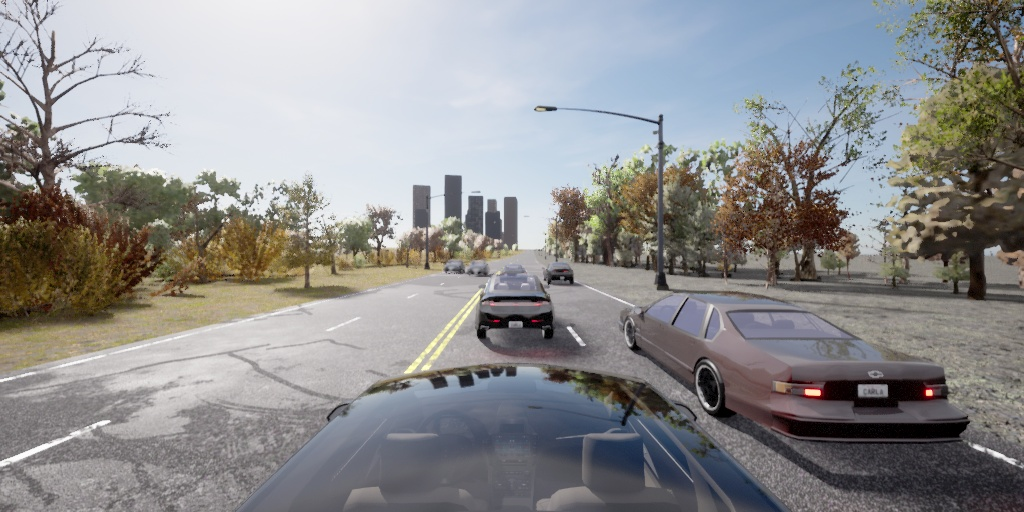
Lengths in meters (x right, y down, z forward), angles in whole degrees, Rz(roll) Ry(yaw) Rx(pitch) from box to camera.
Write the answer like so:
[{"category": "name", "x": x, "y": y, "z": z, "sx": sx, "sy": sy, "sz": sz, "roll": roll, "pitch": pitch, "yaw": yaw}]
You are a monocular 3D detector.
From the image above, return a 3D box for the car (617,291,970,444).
[{"category": "car", "x": 3.342, "y": 1.280, "z": 5.837, "sx": 2.033, "sy": 1.411, "sz": 5.357, "roll": 0, "pitch": 0, "yaw": 0}]

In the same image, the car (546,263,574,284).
[{"category": "car", "x": 3.352, "y": 1.220, "z": 26.452, "sx": 1.837, "sy": 1.490, "sz": 4.892, "roll": -1, "pitch": 0, "yaw": 0}]

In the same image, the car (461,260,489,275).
[{"category": "car", "x": -3.290, "y": 1.161, "z": 35.408, "sx": 2.128, "sy": 1.511, "sz": 4.902, "roll": -2, "pitch": 1, "yaw": 1}]

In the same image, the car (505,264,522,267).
[{"category": "car", "x": 0.103, "y": 1.286, "z": 26.773, "sx": 1.994, "sy": 1.385, "sz": 4.181, "roll": 0, "pitch": 0, "yaw": 0}]

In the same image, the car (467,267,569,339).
[{"category": "car", "x": 0.066, "y": 1.238, "z": 10.023, "sx": 2.128, "sy": 1.511, "sz": 4.902, "roll": 0, "pitch": 0, "yaw": 0}]

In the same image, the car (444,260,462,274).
[{"category": "car", "x": -6.446, "y": 1.179, "z": 40.656, "sx": 2.128, "sy": 1.511, "sz": 4.902, "roll": 0, "pitch": 0, "yaw": 1}]
